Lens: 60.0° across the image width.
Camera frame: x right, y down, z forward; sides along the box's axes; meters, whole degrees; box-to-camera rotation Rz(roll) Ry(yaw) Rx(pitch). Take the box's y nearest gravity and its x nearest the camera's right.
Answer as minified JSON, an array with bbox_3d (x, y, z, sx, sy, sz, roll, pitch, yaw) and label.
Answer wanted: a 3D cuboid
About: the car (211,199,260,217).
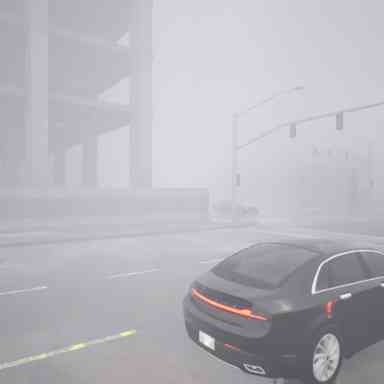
[{"bbox_3d":[4.190,1.601,31.732,1.895,1.301,4.718,0,0,-36],"label":"car"}]

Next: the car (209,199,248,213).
[{"bbox_3d":[4.055,1.526,37.886,1.812,1.442,4.674,0,0,-36],"label":"car"}]

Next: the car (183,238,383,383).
[{"bbox_3d":[2.160,1.505,5.329,4.892,1.490,1.837,0,0,-35],"label":"car"}]
